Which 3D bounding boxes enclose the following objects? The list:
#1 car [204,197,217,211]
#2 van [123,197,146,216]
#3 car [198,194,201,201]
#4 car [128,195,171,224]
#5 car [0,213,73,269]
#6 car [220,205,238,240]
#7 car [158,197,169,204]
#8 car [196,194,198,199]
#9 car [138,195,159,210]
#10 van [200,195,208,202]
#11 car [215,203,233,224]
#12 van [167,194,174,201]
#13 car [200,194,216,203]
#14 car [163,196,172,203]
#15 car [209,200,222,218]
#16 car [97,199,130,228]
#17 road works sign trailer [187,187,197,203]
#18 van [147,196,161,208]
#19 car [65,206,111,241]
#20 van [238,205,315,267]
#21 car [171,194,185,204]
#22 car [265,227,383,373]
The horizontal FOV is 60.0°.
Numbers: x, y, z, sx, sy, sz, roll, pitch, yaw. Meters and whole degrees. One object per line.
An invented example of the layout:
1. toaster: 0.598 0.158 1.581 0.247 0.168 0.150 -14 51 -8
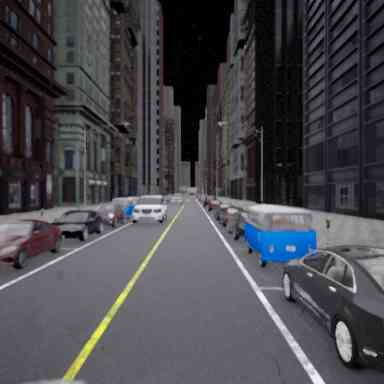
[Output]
1. car: 2.778 1.625 39.365 1.887 1.381 4.507 0 0 0
2. van: -5.750 1.408 33.718 1.690 1.788 3.998 0 0 0
3. car: 2.793 1.700 73.352 1.752 1.417 4.829 0 0 0
4. car: -3.087 1.267 25.259 2.150 2.045 5.566 0 0 0
5. car: -5.759 1.601 11.171 1.802 1.307 4.206 0 0 0
6. car: 2.768 1.581 16.820 2.008 1.369 4.403 0 0 0
7. car: -5.734 1.702 67.537 1.887 1.381 4.507 0 0 0
8. car: 2.801 1.669 90.091 1.967 1.590 4.097 0 0 0
9. car: -5.745 1.409 44.990 2.192 1.841 5.009 0 0 0
10. van: 2.795 1.534 78.819 1.690 1.788 3.998 0 0 0
11. car: 2.771 1.624 22.456 1.802 1.307 4.206 0 0 0
12. van: -5.725 1.570 90.084 1.690 1.788 3.998 0 0 0
13. car: 2.783 1.424 50.638 2.192 1.841 5.009 0 0 0
14. car: -5.729 1.758 78.810 1.947 1.339 4.313 0 0 0
15. car: 2.773 1.605 28.093 2.008 1.369 4.403 0 0 0
16. car: -5.755 1.481 22.445 1.967 1.590 4.097 0 0 0
17. road works sign trailer: 0.034 0.645 75.139 2.380 3.560 2.880 0 0 0
18. van: -5.742 1.450 50.627 1.690 1.788 3.998 0 0 0
19. car: -5.757 1.596 16.808 1.947 1.339 4.313 0 0 0
20. van: 2.765 1.360 11.184 1.690 1.788 3.998 0 0 0
21. car: -2.982 1.377 65.555 2.150 2.045 5.566 0 0 0
22. car: 2.763 1.560 5.547 2.008 1.369 4.403 0 0 0
